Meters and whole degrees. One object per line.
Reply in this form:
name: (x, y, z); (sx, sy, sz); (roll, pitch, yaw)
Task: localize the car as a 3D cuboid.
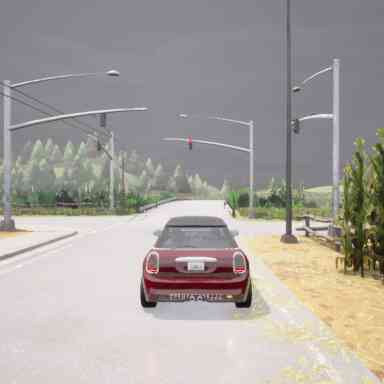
car: (0.096, 1.352, 8.091); (2.097, 1.767, 4.553); (0, 0, 1)
